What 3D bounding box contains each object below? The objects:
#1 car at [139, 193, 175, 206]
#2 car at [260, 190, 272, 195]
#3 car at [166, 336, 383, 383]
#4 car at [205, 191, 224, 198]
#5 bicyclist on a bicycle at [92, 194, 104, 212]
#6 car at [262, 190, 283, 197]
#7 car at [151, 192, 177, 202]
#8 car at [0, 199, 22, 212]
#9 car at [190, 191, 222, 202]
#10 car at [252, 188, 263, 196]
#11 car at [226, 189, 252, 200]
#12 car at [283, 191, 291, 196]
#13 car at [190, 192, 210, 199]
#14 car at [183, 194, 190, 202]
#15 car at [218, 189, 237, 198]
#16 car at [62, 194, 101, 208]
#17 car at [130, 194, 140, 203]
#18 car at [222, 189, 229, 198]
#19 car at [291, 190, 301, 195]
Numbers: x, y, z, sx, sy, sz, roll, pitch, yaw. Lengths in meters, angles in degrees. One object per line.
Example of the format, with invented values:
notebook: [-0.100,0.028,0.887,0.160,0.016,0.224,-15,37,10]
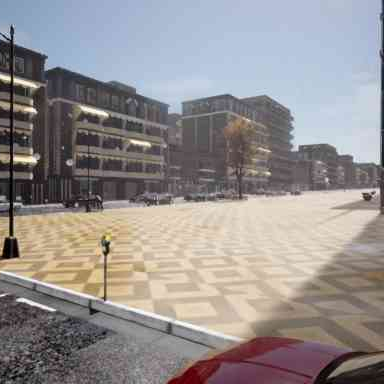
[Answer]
car: [-4.125,1.053,42.402,2.008,1.369,4.403,2,2,35]
car: [20.697,0.118,92.953,1.887,1.381,4.507,2,2,35]
car: [1.756,1.545,1.612,4.507,1.381,1.887,0,0,36]
car: [4.745,0.529,69.923,1.752,1.417,4.829,2,2,35]
bicyclist on a bicycle: [-8.694,1.020,30.646,1.656,1.620,0.582,0,1,35]
car: [18.073,0.448,74.448,2.008,1.369,4.403,2,2,35]
car: [-4.671,0.811,56.330,2.008,1.369,4.403,2,2,35]
car: [-18.797,1.330,31.412,1.895,1.301,4.718,1,1,35]
car: [2.217,0.879,51.558,2.008,1.369,4.403,2,2,35]
car: [17.529,-0.026,88.369,2.192,1.841,5.009,2,2,35]
car: [8.657,0.678,60.853,1.752,1.417,4.829,2,2,35]
car: [21.244,0.362,79.025,2.008,1.369,4.403,2,2,35]
car: [1.671,0.653,65.486,1.947,1.339,4.313,2,2,35]
car: [0.760,0.834,54.105,2.033,1.411,5.357,1,1,35]
car: [8.016,0.230,74.636,2.192,1.841,5.009,2,2,35]
car: [-13.067,1.075,39.678,1.837,1.490,4.892,1,1,35]
car: [-6.349,0.877,49.353,2.128,1.511,4.902,1,1,35]
car: [6.619,0.673,62.656,2.033,1.411,5.357,1,1,35]
car: [27.587,0.081,88.178,1.967,1.590,4.097,2,2,35]
